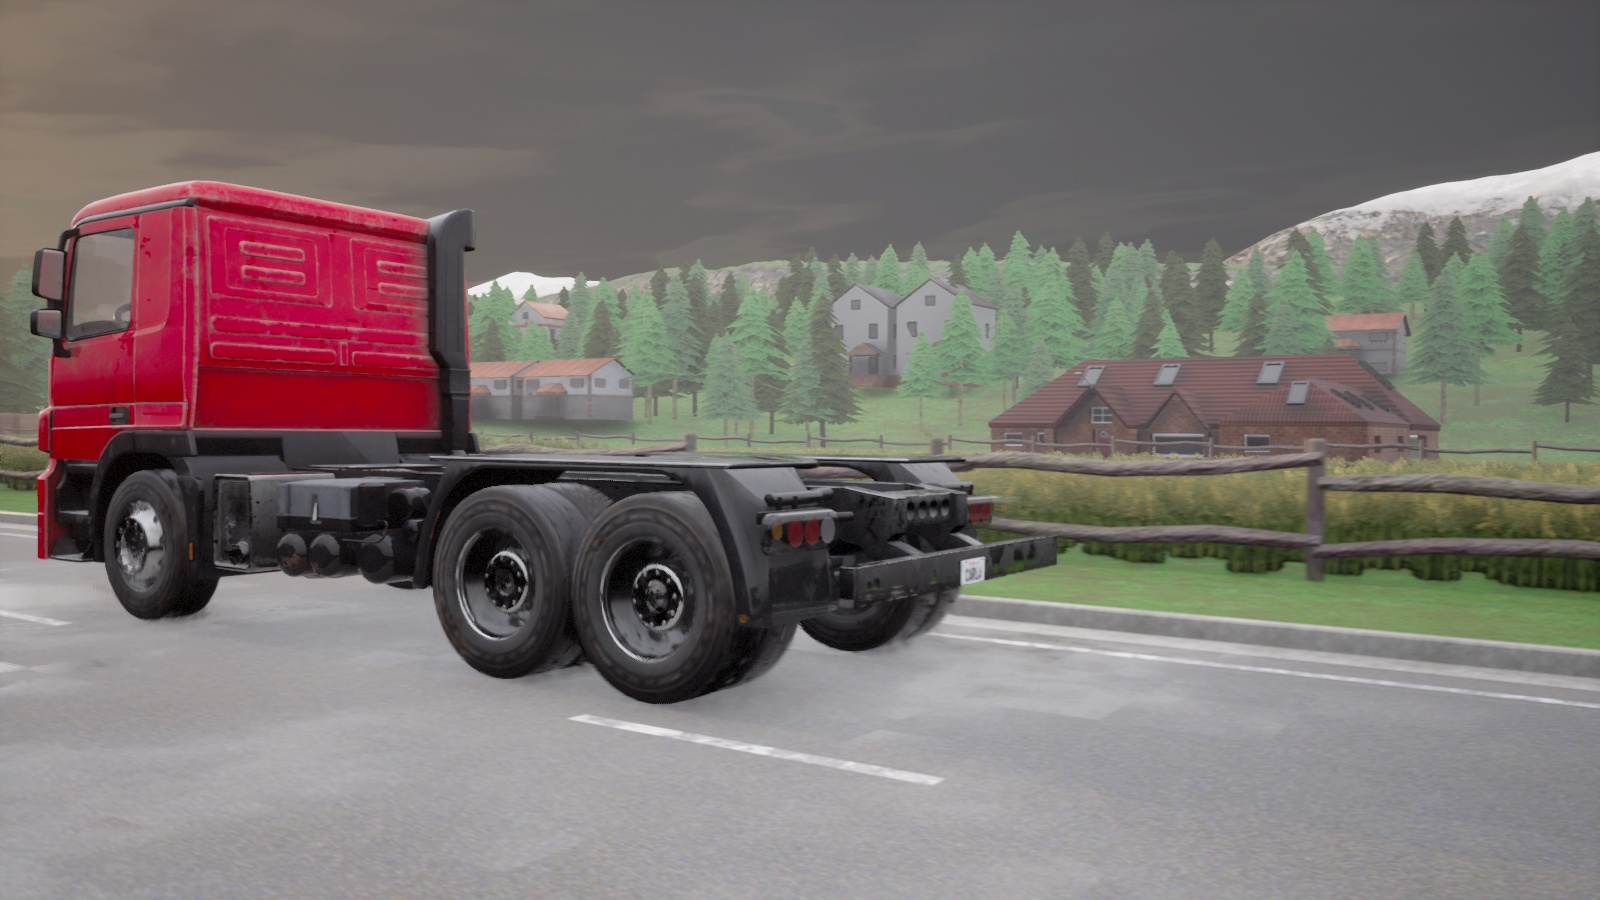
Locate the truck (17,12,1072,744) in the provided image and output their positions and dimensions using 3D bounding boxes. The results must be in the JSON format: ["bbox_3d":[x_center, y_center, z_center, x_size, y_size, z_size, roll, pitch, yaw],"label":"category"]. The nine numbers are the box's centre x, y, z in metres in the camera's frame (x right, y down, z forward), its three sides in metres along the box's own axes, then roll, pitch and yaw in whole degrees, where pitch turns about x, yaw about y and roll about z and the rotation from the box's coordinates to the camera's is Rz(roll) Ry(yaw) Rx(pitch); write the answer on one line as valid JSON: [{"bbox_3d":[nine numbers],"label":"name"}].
[{"bbox_3d":[-2.307,-0.357,9.338,7.936,3.462,2.891,0,1,34],"label":"truck"}]
